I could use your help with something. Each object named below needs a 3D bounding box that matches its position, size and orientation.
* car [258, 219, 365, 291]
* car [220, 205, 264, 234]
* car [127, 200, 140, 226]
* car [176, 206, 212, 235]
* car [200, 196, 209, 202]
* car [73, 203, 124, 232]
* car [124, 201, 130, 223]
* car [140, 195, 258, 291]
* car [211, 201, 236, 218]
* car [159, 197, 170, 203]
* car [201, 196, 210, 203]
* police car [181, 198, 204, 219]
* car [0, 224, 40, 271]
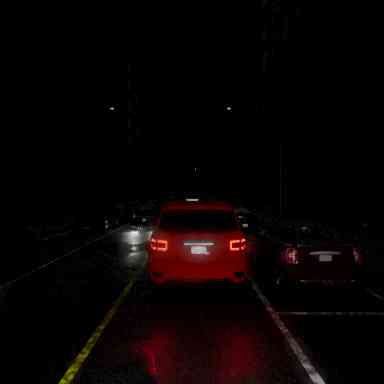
[{"bbox_3d":[2.858,1.440,9.048,1.967,1.590,4.097,0,0,0],"label":"car"},{"bbox_3d":[2.864,1.552,20.051,2.008,1.369,4.403,0,0,0],"label":"car"},{"bbox_3d":[-3.060,1.527,23.679,1.812,1.442,4.674,0,0,0],"label":"car"},{"bbox_3d":[0.109,1.602,19.903,1.895,1.301,4.718,0,0,0],"label":"car"},{"bbox_3d":[2.948,1.617,78.961,2.008,1.369,4.403,0,0,0],"label":"car"},{"bbox_3d":[-5.661,1.567,20.056,1.947,1.339,4.313,0,0,0],"label":"car"},{"bbox_3d":[-5.659,1.584,25.557,1.802,1.307,4.206,0,0,0],"label":"car"},{"bbox_3d":[0.108,1.222,9.133,2.150,2.045,5.566,0,0,-1],"label":"car"},{"bbox_3d":[2.870,1.570,31.054,1.947,1.339,4.313,0,0,0],"label":"car"},{"bbox_3d":[-5.602,1.626,68.161,1.802,1.307,4.206,0,0,0],"label":"car"},{"bbox_3d":[2.936,1.580,73.723,1.752,1.417,4.829,0,0,0],"label":"car"},{"bbox_3d":[0.015,1.428,30.166,1.930,1.638,5.238,0,0,0],"label":"police car"},{"bbox_3d":[-5.667,1.582,9.053,1.802,1.307,4.206,0,0,0],"label":"car"}]
